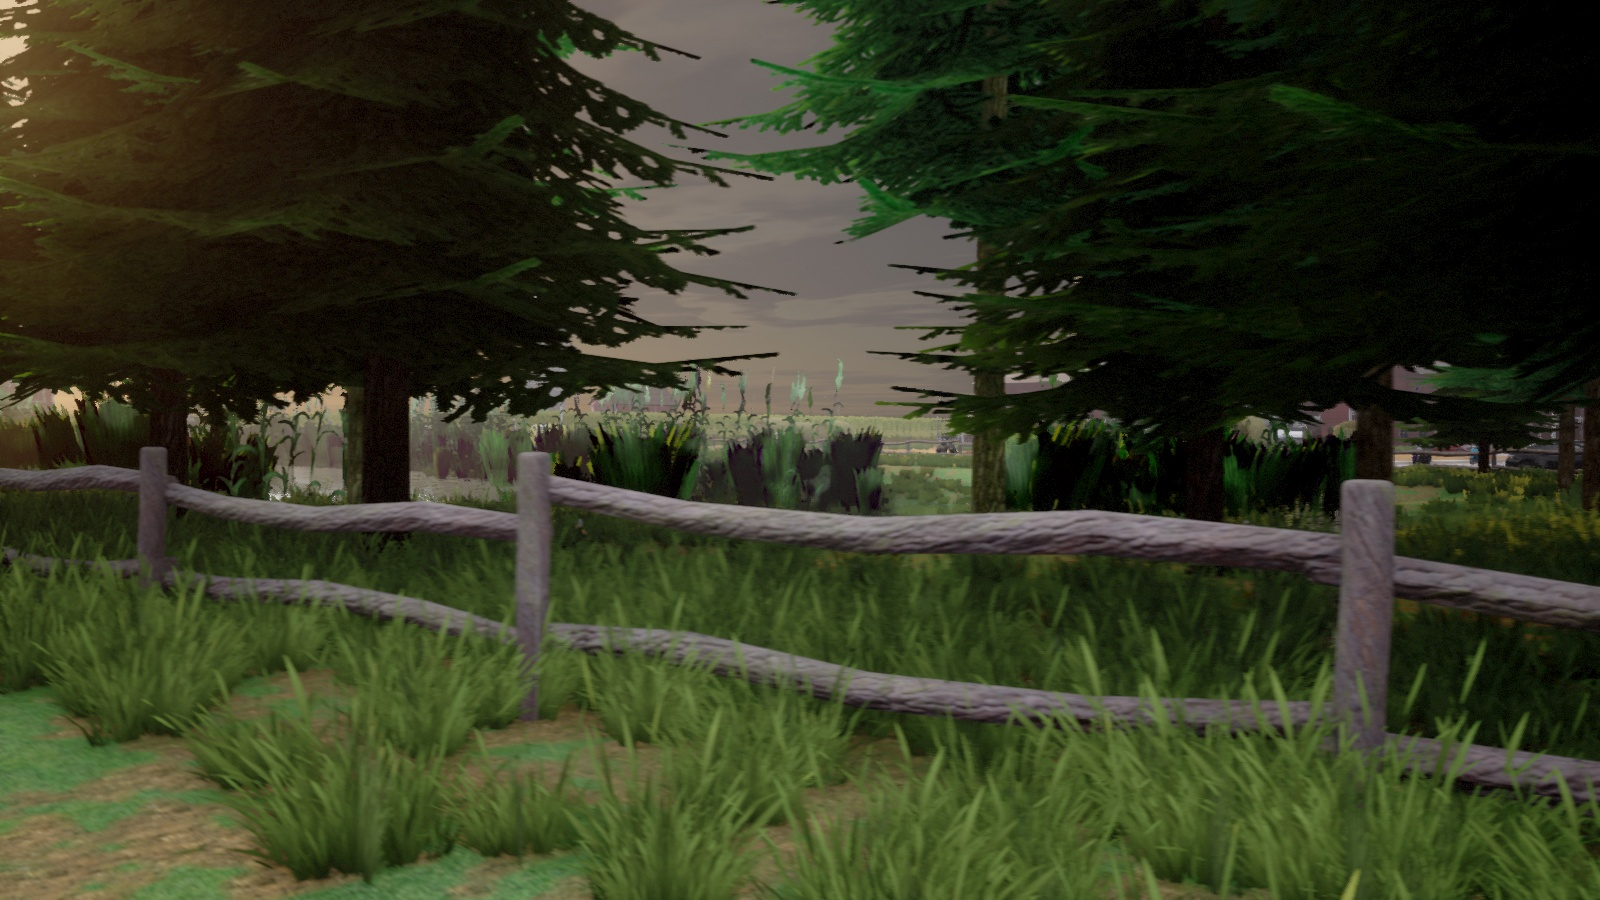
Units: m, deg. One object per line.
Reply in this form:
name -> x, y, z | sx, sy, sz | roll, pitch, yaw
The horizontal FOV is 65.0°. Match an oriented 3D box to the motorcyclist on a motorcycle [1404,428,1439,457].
motorcyclist on a motorcycle -> 33.552, -0.433, 67.745 | 2.191, 1.530, 0.866 | -1, 1, -40

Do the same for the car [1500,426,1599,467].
car -> 28.314, -0.136, 45.629 | 1.812, 1.442, 4.674 | -1, 1, -37
